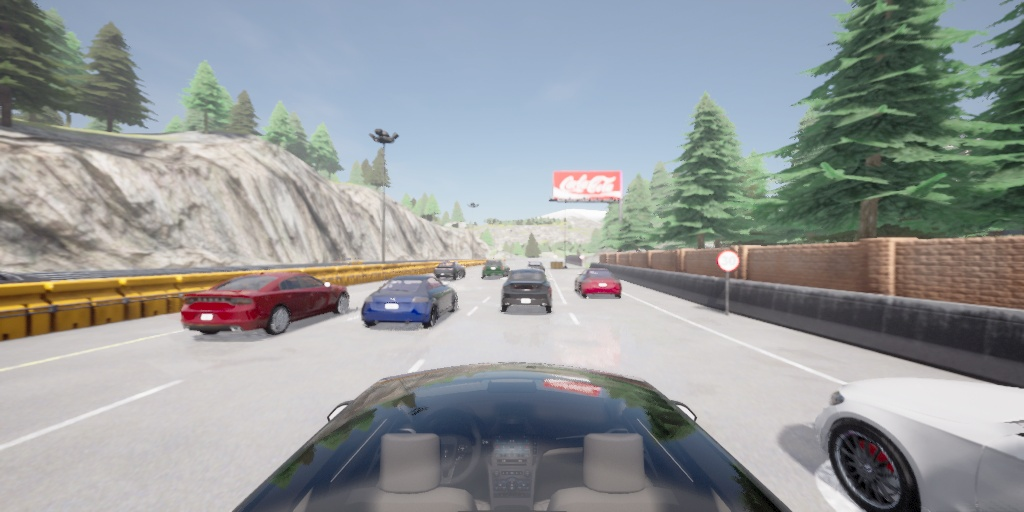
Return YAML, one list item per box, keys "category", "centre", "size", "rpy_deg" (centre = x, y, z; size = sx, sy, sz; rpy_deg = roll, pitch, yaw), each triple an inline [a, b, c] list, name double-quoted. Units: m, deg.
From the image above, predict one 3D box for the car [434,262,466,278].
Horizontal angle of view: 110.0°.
- category: "car"
  centre: [-5.180, 1.218, 30.284]
  size: [2.128, 1.511, 4.902]
  rpy_deg: [0, 0, 5]

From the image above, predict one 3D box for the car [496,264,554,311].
- category: "car"
  centre: [0.619, 1.260, 14.442]
  size: [1.837, 1.490, 4.892]
  rpy_deg: [0, 0, 4]

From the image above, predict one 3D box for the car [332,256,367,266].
- category: "car"
  centre: [-18.461, 0.752, 40.841]
  size: [1.882, 1.535, 5.008]
  rpy_deg: [0, 0, 5]

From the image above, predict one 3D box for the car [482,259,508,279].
- category: "car"
  centre: [-1.444, 1.099, 33.013]
  size: [2.097, 1.767, 4.553]
  rpy_deg: [0, 0, 5]

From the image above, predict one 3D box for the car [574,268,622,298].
- category: "car"
  centre: [4.458, 1.339, 19.011]
  size: [1.994, 1.385, 4.181]
  rpy_deg: [0, 0, 4]

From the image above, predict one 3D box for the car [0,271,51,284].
- category: "car"
  centre: [-17.334, 1.153, 10.720]
  size: [2.128, 1.511, 4.902]
  rpy_deg: [0, 0, 3]

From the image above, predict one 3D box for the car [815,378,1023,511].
- category: "car"
  centre: [3.692, 1.295, 1.276]
  size: [1.812, 1.442, 4.674]
  rpy_deg: [0, 0, -1]

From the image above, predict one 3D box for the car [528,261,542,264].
- category: "car"
  centre: [2.318, 1.258, 36.112]
  size: [2.128, 1.511, 4.902]
  rpy_deg: [0, 0, 5]

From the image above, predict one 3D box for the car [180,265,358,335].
- category: "car"
  centre: [-6.628, 1.194, 10.392]
  size: [1.882, 1.535, 5.008]
  rpy_deg: [0, 0, 3]

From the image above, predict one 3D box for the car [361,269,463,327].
- category: "car"
  centre: [-3.059, 1.299, 11.468]
  size: [1.994, 1.385, 4.181]
  rpy_deg: [0, 0, 3]
